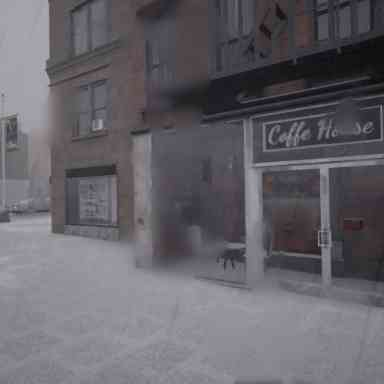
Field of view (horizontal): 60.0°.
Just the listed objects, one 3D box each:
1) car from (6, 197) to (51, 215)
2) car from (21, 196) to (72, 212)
[{"bbox_3d":[-13.554,1.272,29.558,2.033,1.411,5.357,-2,0,35],"label":"car"},{"bbox_3d":[-16.261,1.286,37.366,1.882,1.535,5.008,-2,0,35],"label":"car"}]
